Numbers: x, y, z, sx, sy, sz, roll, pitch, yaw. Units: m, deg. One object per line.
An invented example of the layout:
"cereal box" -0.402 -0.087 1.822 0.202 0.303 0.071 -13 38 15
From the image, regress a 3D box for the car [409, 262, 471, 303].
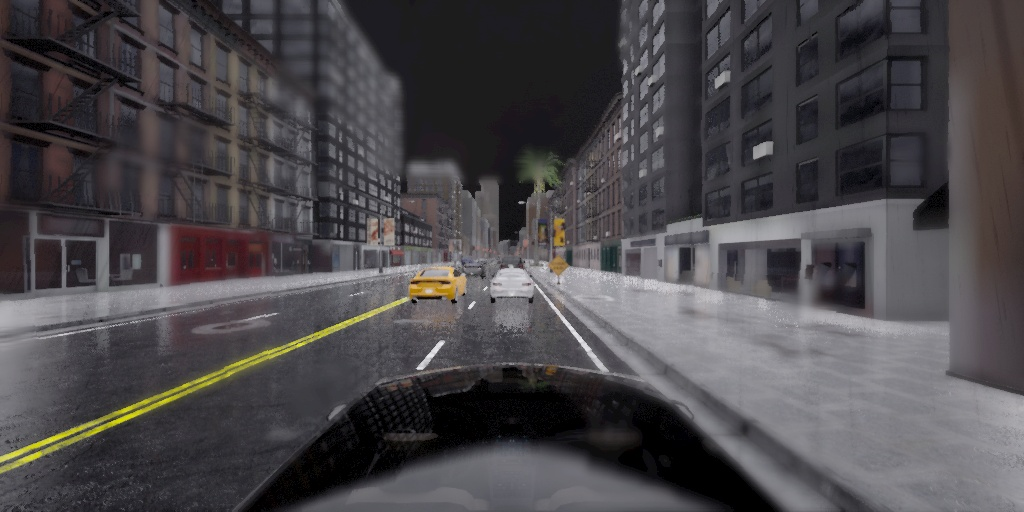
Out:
"car" -3.249 1.231 16.500 1.882 1.535 5.008 0 0 0

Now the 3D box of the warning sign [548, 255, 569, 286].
"warning sign" 2.850 0.858 21.972 1.300 1.860 1.060 0 0 0

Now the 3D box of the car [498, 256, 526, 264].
"car" 0.000 0.998 31.530 2.150 2.045 5.566 0 0 0

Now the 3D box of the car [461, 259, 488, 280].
"car" -3.250 1.235 31.500 2.128 1.511 4.902 0 0 0

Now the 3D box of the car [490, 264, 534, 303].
"car" 0.000 1.279 16.500 1.812 1.442 4.674 0 0 0
